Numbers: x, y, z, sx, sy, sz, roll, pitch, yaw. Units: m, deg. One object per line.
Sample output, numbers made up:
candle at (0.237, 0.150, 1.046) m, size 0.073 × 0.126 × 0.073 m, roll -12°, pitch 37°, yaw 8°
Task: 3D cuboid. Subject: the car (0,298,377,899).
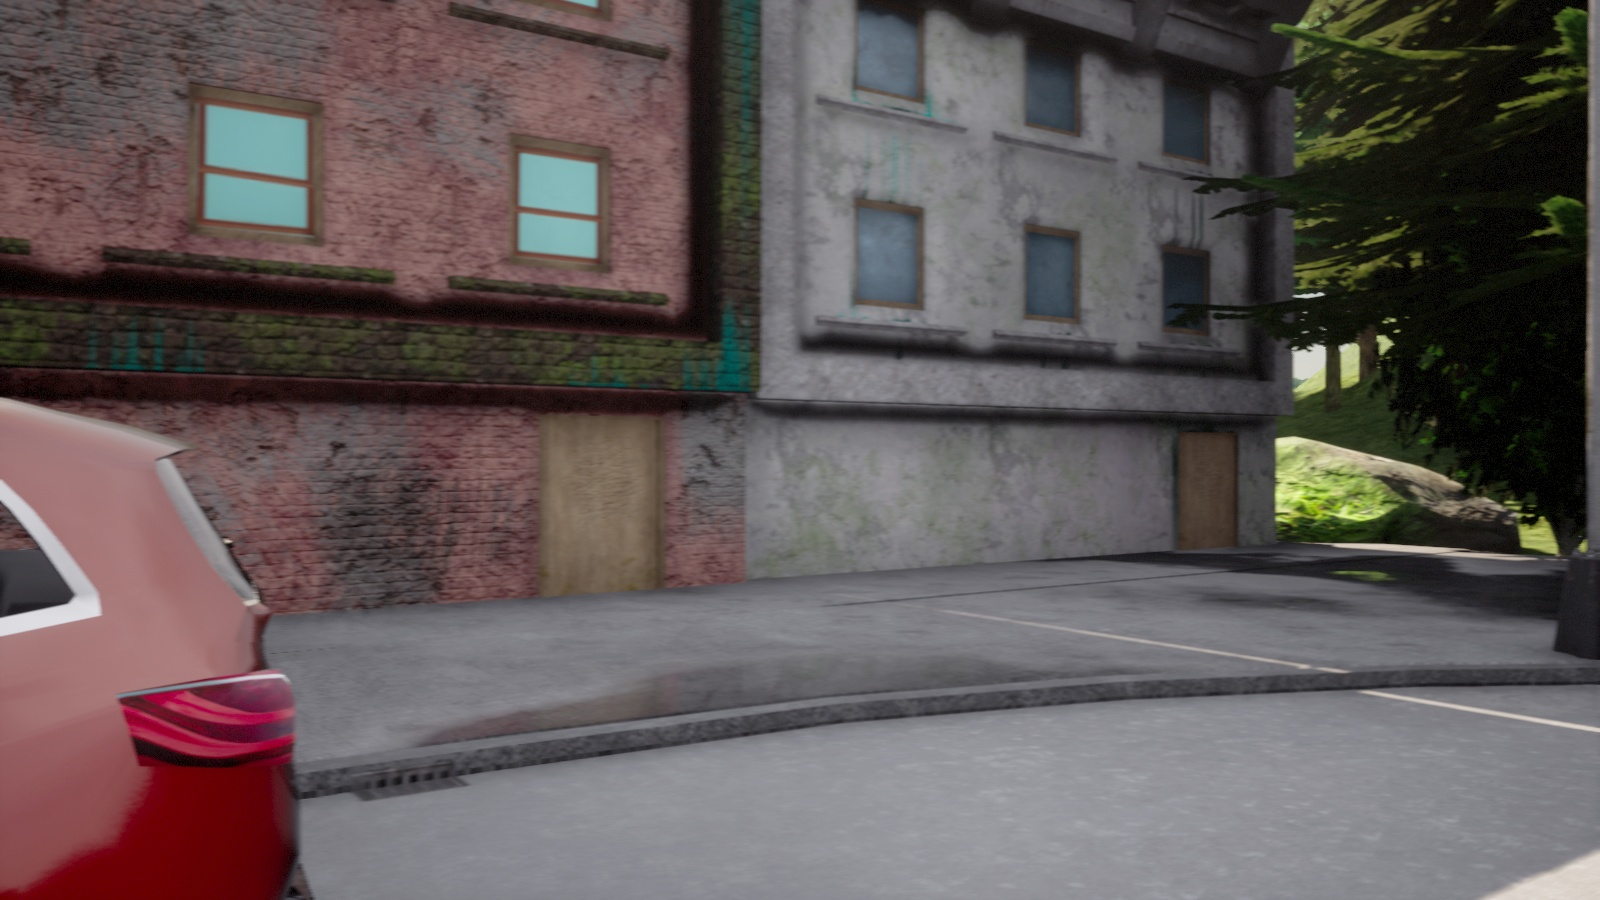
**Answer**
car at (-3.322, 0.596, 1.985) m, size 4.611 × 1.667 × 2.242 m, roll 0°, pitch 0°, yaw -33°
